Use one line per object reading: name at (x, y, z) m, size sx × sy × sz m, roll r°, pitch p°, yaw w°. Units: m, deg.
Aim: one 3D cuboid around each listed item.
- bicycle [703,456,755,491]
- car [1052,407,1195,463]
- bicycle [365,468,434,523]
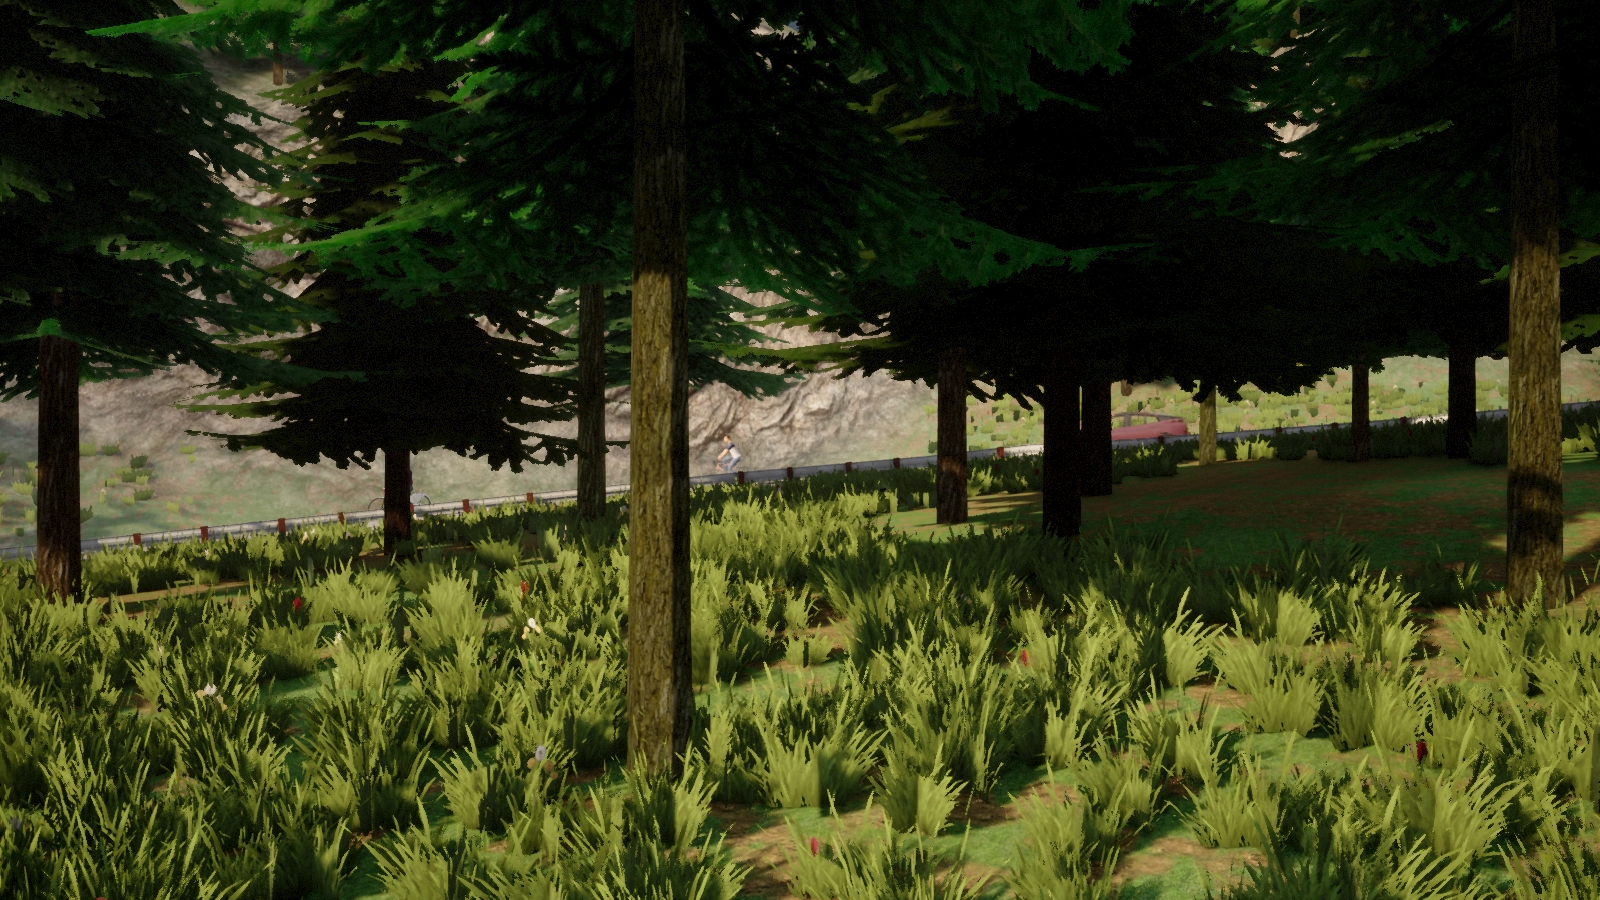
bicycle at (-2.410, 0.784, 38.820) m, size 1.643 × 1.024 × 0.373 m, roll -5°, pitch 1°, yaw -11°
car at (11.077, -0.487, 39.266) m, size 4.514 × 1.525 × 2.007 m, roll -4°, pitch -1°, yaw 16°
bicycle at (-12.075, 1.355, 34.490) m, size 1.835 × 1.471 × 0.329 m, roll -5°, pitch 2°, yaw -29°
